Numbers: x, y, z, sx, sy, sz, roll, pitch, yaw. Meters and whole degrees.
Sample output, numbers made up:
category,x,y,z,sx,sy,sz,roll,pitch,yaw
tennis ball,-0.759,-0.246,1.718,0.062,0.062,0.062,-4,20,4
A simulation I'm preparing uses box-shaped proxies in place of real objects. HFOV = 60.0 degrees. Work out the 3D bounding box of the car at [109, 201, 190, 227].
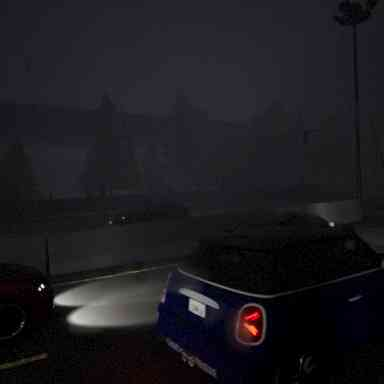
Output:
category,x,y,z,sx,sy,sz,roll,pitch,yaw
car,-2.445,1.306,19.514,4.902,1.511,2.128,-3,2,-36

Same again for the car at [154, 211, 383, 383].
category,x,y,z,sx,sy,sz,roll,pitch,yaw
car,1.781,1.309,5.050,4.553,1.767,2.097,-1,1,-36

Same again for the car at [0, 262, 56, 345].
category,x,y,z,sx,sy,sz,roll,pitch,yaw
car,-4.320,1.565,4.971,4.181,1.385,1.994,0,0,-35
